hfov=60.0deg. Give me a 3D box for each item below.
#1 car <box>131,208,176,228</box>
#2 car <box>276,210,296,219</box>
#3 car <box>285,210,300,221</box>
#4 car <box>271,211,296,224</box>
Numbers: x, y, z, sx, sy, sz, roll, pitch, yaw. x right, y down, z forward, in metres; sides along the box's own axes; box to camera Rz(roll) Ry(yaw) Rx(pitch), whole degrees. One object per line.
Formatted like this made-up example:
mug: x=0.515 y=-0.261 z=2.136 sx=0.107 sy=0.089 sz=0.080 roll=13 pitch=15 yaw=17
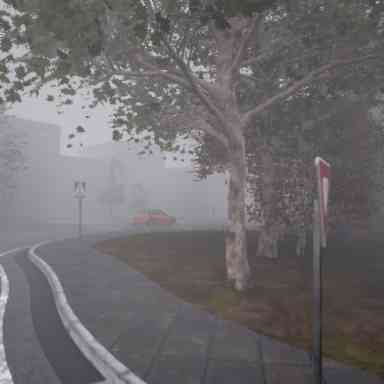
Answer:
car: x=-3.484 y=2.377 z=31.318 sx=2.097 sy=1.767 sz=4.553 roll=0 pitch=-4 yaw=35
car: x=22.217 y=5.223 z=78.361 sx=2.435 sy=2.045 sz=5.566 roll=0 pitch=-3 yaw=38
car: x=14.450 y=3.999 z=49.690 sx=2.150 sy=2.045 sz=5.566 roll=0 pitch=-3 yaw=37
car: x=15.508 y=4.259 z=56.187 sx=2.150 sy=2.045 sz=5.566 roll=0 pitch=-3 yaw=38
